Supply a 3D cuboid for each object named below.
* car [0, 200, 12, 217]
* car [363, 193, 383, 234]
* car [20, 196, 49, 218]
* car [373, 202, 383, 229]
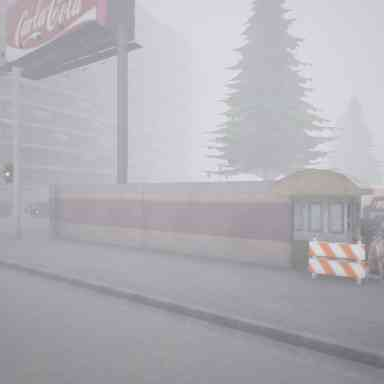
[{"bbox_3d":[-17.706,1.505,29.452,1.837,1.490,4.892,0,0,35],"label":"car"},{"bbox_3d":[10.719,1.149,16.598,3.866,1.878,1.905,0,0,35],"label":"car"},{"bbox_3d":[-12.424,1.222,30.857,2.150,2.045,5.566,0,0,35],"label":"car"},{"bbox_3d":[12.661,1.338,18.653,4.193,1.474,1.816,0,0,35],"label":"car"}]
